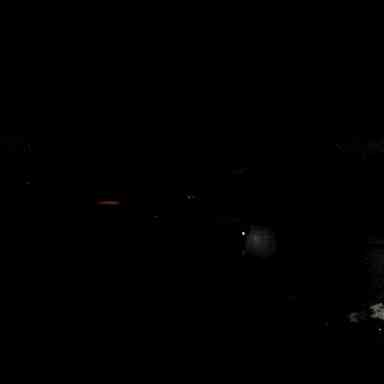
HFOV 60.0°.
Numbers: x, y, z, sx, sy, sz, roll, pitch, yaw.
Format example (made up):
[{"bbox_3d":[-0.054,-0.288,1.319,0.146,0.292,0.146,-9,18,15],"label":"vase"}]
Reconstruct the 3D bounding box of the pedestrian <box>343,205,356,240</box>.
[{"bbox_3d":[8.133,1.530,17.262,0.375,1.860,0.375,2,-1,-35],"label":"pedestrian"}]

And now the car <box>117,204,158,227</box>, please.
[{"bbox_3d":[-4.354,1.666,24.771,2.097,1.767,4.553,3,-2,-36],"label":"car"}]

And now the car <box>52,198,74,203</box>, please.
[{"bbox_3d":[-16.538,1.738,41.107,2.150,2.045,5.566,3,-2,-38],"label":"car"}]

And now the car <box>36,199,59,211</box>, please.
[{"bbox_3d":[-23.707,2.091,54.500,2.097,1.767,4.553,3,-2,-40],"label":"car"}]

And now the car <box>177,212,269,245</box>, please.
[{"bbox_3d":[1.322,1.741,16.742,2.033,1.411,5.357,3,-2,-35],"label":"car"}]

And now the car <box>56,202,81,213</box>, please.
[{"bbox_3d":[-17.448,2.177,46.870,1.837,1.490,4.892,3,-2,-39],"label":"car"}]
